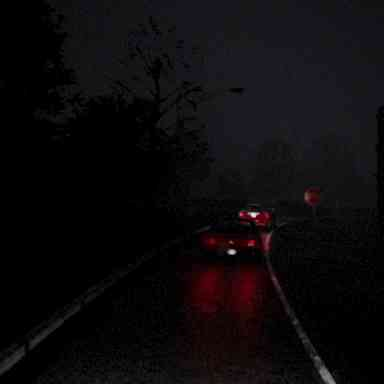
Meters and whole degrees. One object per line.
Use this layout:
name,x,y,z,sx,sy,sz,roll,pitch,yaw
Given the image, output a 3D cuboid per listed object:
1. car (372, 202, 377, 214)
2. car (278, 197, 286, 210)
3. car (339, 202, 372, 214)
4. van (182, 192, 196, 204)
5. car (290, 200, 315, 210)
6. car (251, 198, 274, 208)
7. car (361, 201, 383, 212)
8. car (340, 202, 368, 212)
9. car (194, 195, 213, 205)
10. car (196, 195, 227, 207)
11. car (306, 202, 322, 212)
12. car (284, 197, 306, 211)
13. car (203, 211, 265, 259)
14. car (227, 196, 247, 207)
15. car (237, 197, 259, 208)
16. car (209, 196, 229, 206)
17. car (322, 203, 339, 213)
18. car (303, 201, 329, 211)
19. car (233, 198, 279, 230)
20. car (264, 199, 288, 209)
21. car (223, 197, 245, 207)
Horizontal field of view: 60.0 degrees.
car,26.926,2.701,51.085,2.163,1.488,4.792,2,0,-14
car,10.687,1.782,47.160,2.097,1.535,5.008,4,-1,-14
car,24.228,2.423,50.426,2.185,1.767,4.553,3,0,-14
van,-0.532,0.931,57.766,1.878,1.987,4.442,4,0,-14
car,20.951,2.481,63.118,2.097,1.535,5.008,3,0,-14
car,12.913,2.054,61.359,1.946,1.575,5.366,4,-1,-14
car,37.197,2.847,67.101,2.435,2.045,5.566,2,0,-14
car,31.822,2.925,65.576,1.946,1.575,5.366,2,0,-14
car,2.011,1.377,58.519,2.002,1.452,4.674,4,-1,-14
car,2.597,1.248,45.167,2.163,1.488,4.792,4,-1,-14
car,16.102,2.122,48.476,2.231,1.521,4.892,3,-1,-14
car,13.403,1.705,47.855,2.435,2.045,5.566,4,-1,-14
car,1.669,1.635,12.737,1.895,1.301,4.718,0,0,11
car,5.281,1.439,45.881,2.163,1.488,4.792,4,-1,-14
car,10.202,1.889,60.700,1.946,1.575,5.366,4,-1,-14
car,4.711,1.567,59.176,2.002,1.452,4.674,4,-1,-14
car,18.802,2.304,49.110,2.163,1.488,4.792,3,0,-14
car,23.784,2.612,63.806,2.231,1.521,4.892,3,0,-14
car,4.444,1.499,22.386,2.097,1.767,4.553,0,-1,19
car,15.539,2.235,61.777,2.163,1.488,4.792,3,-1,-14
car,7.529,1.748,59.888,2.163,1.488,4.792,4,-1,-14
